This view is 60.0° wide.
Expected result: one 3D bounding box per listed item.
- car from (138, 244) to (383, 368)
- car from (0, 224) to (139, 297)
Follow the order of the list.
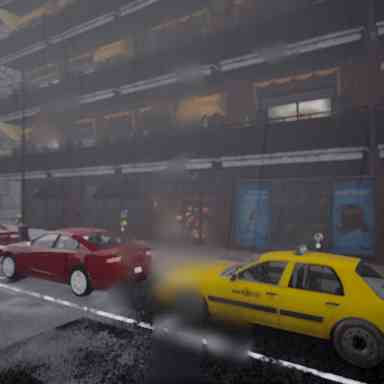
[{"bbox_3d":[1.572,1.574,5.630,4.829,1.417,1.752,0,-1,32],"label":"car"},{"bbox_3d":[-3.082,1.587,8.563,4.507,1.381,1.887,0,-1,32],"label":"car"}]
